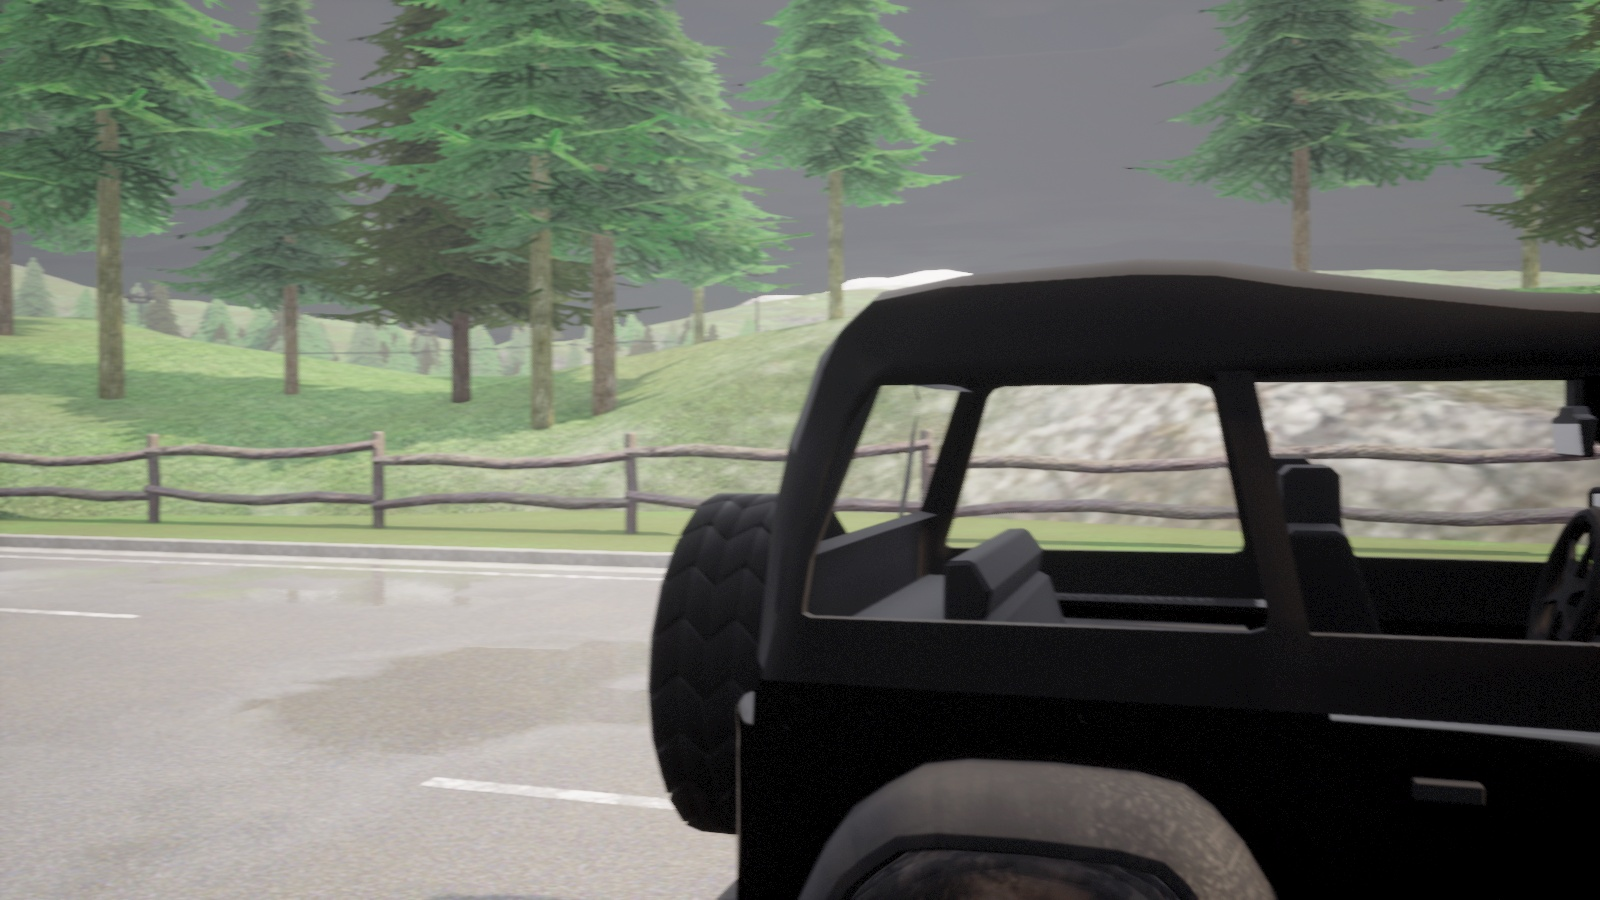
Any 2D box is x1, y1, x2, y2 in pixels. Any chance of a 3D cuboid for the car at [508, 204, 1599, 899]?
[{"bbox_3d":[1.584,0.568,2.688,3.866,1.878,1.905,0,1,17],"label":"car"}]
